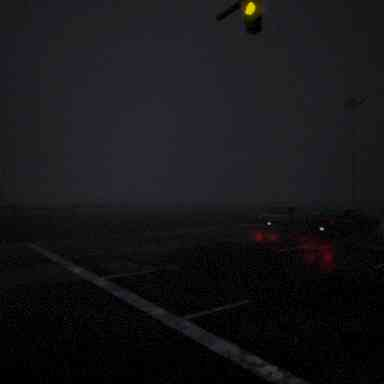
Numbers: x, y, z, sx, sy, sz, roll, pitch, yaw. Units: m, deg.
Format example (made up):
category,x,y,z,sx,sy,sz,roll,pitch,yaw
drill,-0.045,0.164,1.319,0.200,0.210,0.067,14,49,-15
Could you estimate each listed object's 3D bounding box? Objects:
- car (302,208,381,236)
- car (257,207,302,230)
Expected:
category,x,y,z,sx,sy,sz,roll,pitch,yaw
car,8.485,1.602,18.391,4.718,1.301,1.895,0,0,-35
car,6.452,1.602,21.242,4.718,1.301,1.895,0,0,-35
